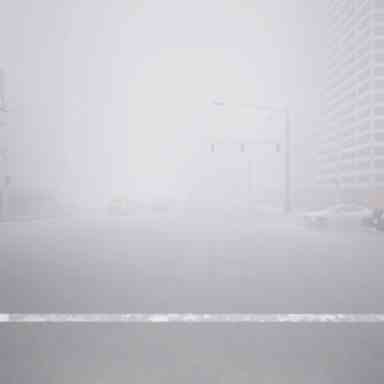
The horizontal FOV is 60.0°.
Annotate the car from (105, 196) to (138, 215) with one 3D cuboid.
[{"bbox_3d":[-7.180,1.344,33.320,2.097,1.767,4.553,0,0,1],"label":"car"}]

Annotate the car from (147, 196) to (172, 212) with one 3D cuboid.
[{"bbox_3d":[-3.646,1.496,38.190,1.837,1.490,4.892,0,0,0],"label":"car"}]

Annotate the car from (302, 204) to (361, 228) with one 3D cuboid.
[{"bbox_3d":[9.552,1.520,21.466,4.674,1.442,1.812,0,0,0],"label":"car"}]

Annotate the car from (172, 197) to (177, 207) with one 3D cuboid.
[{"bbox_3d":[-3.657,1.514,48.433,1.812,1.442,4.674,0,0,1],"label":"car"}]

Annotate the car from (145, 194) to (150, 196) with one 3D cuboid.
[{"bbox_3d":[-7.144,1.510,61.845,1.812,1.442,4.674,0,0,0],"label":"car"}]

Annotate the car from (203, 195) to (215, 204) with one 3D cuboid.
[{"bbox_3d":[3.391,1.336,65.012,2.097,1.767,4.553,0,0,0],"label":"car"}]

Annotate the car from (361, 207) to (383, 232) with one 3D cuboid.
[{"bbox_3d":[12.462,1.217,17.773,5.566,2.045,2.150,0,0,-4],"label":"car"}]

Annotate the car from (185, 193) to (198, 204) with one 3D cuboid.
[{"bbox_3d":[-0.108,1.206,64.233,2.150,2.045,5.566,0,0,0],"label":"car"}]

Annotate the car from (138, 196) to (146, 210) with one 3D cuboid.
[{"bbox_3d":[-7.162,1.536,42.892,2.033,1.411,5.357,0,0,0],"label":"car"}]

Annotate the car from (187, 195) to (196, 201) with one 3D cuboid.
[{"bbox_3d":[-0.126,1.364,74.904,1.994,1.385,4.181,0,0,0],"label":"car"}]

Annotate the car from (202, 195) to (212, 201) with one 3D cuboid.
[{"bbox_3d":[3.374,1.351,74.910,2.033,1.411,5.357,0,0,0],"label":"car"}]
